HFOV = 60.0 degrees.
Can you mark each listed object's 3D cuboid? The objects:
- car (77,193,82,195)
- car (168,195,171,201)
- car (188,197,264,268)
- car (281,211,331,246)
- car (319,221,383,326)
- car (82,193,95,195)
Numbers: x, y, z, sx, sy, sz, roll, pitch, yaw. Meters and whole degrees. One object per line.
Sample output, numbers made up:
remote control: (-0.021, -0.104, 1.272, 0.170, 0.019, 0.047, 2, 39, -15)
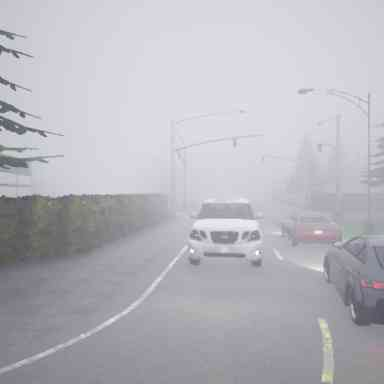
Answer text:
car: (-26.288, 1.077, 78.179, 1.905, 1.878, 3.866, 0, 0, 7)
car: (-4.948, 1.373, 75.634, 1.845, 1.501, 3.633, 0, 0, 7)
car: (1.229, 1.221, 11.767, 2.150, 2.045, 5.566, 0, 0, 7)
car: (5.277, 1.564, 15.143, 1.994, 1.385, 4.181, 0, 0, 8)
car: (4.002, 1.564, 6.830, 1.994, 1.385, 4.181, 0, 0, 14)
car: (-23.353, 1.097, 78.207, 1.932, 1.855, 4.605, 0, 0, 7)
